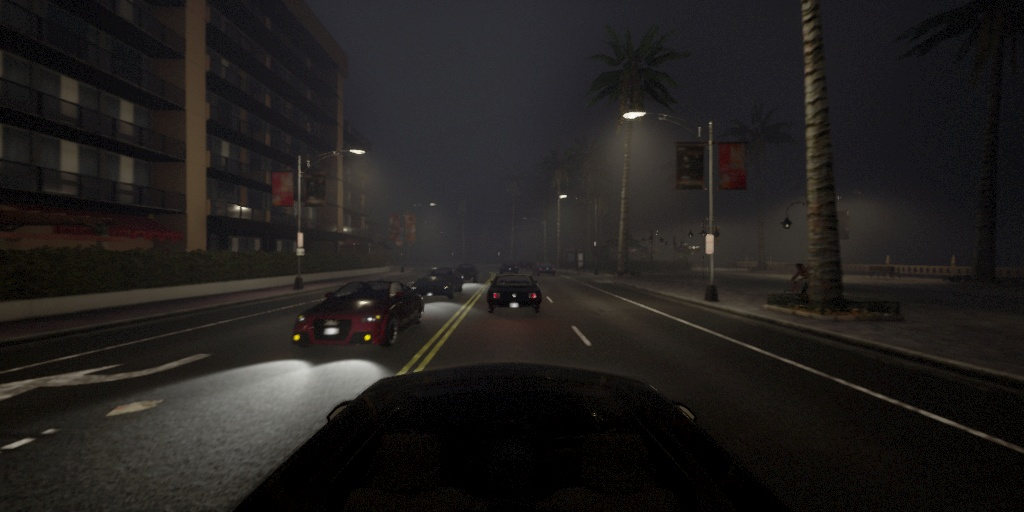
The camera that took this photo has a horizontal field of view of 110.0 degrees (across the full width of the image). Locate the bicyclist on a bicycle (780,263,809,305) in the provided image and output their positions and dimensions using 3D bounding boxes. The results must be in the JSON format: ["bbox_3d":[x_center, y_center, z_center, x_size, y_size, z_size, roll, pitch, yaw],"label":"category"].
[{"bbox_3d":[10.230,1.054,12.597,1.656,1.620,0.582,0,0,0],"label":"bicyclist on a bicycle"}]

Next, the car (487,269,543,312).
[{"bbox_3d":[0.077,1.356,14.224,1.895,1.301,4.718,0,0,0],"label":"car"}]

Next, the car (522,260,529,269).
[{"bbox_3d":[1.569,1.247,49.961,1.882,1.535,5.008,0,0,-13],"label":"car"}]

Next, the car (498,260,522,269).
[{"bbox_3d":[-0.423,1.330,39.757,1.994,1.385,4.181,0,0,-6],"label":"car"}]

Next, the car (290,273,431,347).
[{"bbox_3d":[-3.608,1.318,9.156,1.994,1.385,4.181,0,0,0],"label":"car"}]

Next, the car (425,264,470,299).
[{"bbox_3d":[-3.625,1.305,18.491,2.033,1.411,5.357,0,0,0],"label":"car"}]

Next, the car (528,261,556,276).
[{"bbox_3d":[3.290,1.312,37.595,2.033,1.411,5.357,0,0,-4],"label":"car"}]

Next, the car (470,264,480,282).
[{"bbox_3d":[-3.670,1.325,28.480,1.994,1.385,4.181,0,0,0],"label":"car"}]
